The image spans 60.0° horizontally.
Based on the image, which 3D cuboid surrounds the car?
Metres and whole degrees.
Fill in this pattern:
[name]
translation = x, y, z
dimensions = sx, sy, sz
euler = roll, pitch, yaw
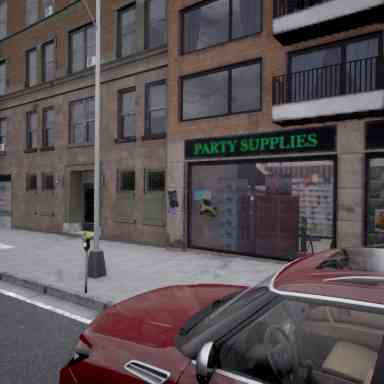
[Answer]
[car]
translation = 1.282, 1.315, 2.152
dimensions = 5.009, 1.841, 2.192
euler = 0, 1, 35
